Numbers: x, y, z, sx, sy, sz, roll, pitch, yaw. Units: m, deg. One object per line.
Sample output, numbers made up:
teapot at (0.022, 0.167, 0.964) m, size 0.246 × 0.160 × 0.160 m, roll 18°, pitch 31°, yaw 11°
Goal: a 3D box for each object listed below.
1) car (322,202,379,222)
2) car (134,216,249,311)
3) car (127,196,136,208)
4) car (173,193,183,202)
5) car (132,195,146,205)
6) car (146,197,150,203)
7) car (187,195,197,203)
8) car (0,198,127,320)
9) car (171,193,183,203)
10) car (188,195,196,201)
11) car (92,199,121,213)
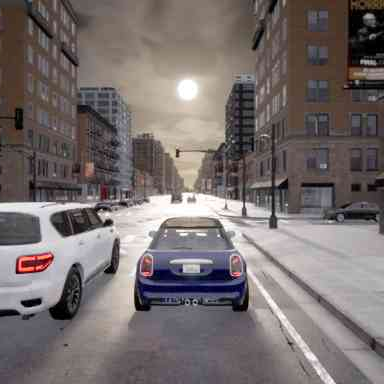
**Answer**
car at (12.691, 1.545, 25.943) m, size 4.892 × 1.490 × 1.837 m, roll 0°, pitch 0°, yaw 2°
car at (-0.002, 1.352, 7.907) m, size 2.097 × 1.767 × 4.553 m, roll 0°, pitch 0°, yaw 0°
car at (-9.903, 1.597, 48.677) m, size 1.895 × 1.301 × 4.718 m, roll 0°, pitch 0°, yaw 0°
car at (-3.346, 1.212, 80.426) m, size 2.150 × 2.045 × 5.566 m, roll 0°, pitch 0°, yaw 0°
car at (-9.898, 1.346, 58.421) m, size 2.097 × 1.767 × 4.553 m, roll 0°, pitch 0°, yaw 0°
car at (-9.833, 1.591, 68.641) m, size 1.895 × 1.301 × 4.718 m, roll 0°, pitch 0°, yaw 0°
car at (-0.083, 1.482, 69.291) m, size 2.128 × 1.511 × 4.902 m, roll 0°, pitch 0°, yaw 0°
car at (-3.157, 1.223, 7.450) m, size 2.150 × 2.045 × 5.566 m, roll 0°, pitch 0°, yaw 0°
car at (-3.247, 1.211, 70.035) m, size 2.150 × 2.045 × 5.566 m, roll 0°, pitch 0°, yaw 0°
car at (-0.095, 1.453, 79.740) m, size 1.895 × 1.301 × 4.718 m, roll 0°, pitch 0°, yaw 0°
car at (-9.896, 1.546, 39.061) m, size 2.033 × 1.411 × 5.357 m, roll 0°, pitch 0°, yaw 0°
